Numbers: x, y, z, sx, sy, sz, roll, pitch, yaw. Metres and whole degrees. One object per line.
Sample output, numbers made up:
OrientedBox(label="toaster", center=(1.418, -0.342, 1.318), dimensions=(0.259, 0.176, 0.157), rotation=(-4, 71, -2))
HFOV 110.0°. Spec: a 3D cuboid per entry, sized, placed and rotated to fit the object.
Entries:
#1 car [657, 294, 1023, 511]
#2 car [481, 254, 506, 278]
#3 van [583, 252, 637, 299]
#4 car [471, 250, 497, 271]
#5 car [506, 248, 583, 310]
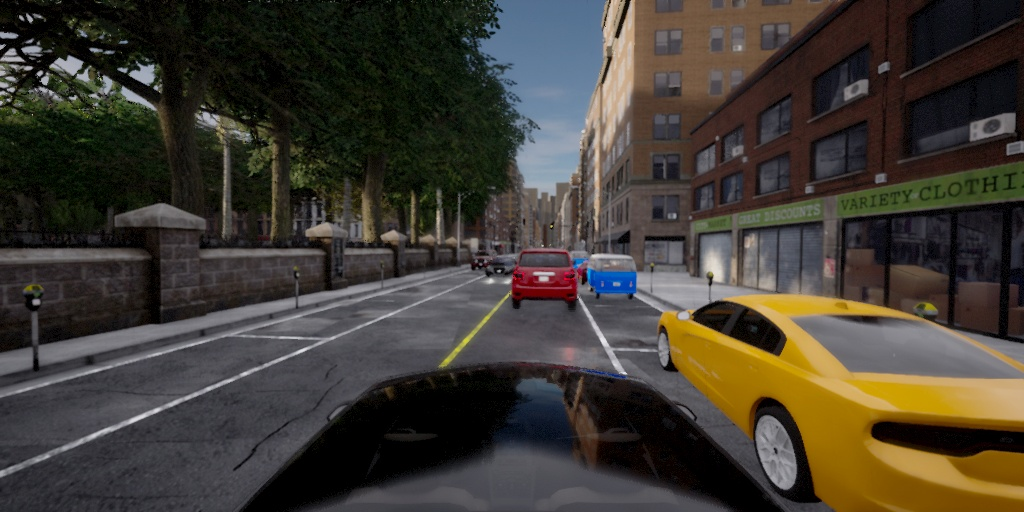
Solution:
OrientedBox(label="car", center=(3.286, 1.193, 4.322), dimensions=(1.882, 1.535, 5.008), rotation=(1, 1, 6))
OrientedBox(label="car", center=(-0.649, 0.783, 25.885), dimensions=(1.994, 1.385, 4.181), rotation=(1, 1, 6))
OrientedBox(label="van", center=(4.222, 0.817, 15.649), dimensions=(1.690, 1.789, 3.998), rotation=(0, 0, 6))
OrientedBox(label="car", center=(-2.428, 0.355, 33.405), dimensions=(2.192, 1.841, 5.009), rotation=(0, 0, 6))
OrientedBox(label="car", center=(1.244, 0.725, 13.592), dimensions=(2.150, 2.045, 5.566), rotation=(1, 2, 6))
